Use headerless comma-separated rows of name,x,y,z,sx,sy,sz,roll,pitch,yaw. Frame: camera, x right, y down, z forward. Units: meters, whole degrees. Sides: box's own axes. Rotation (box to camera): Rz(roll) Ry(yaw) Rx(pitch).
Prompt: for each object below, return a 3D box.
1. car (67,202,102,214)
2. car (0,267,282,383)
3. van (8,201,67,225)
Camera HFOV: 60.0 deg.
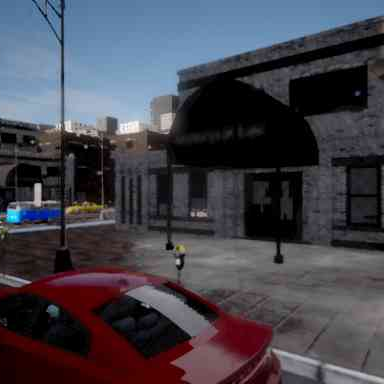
car,-12.988,1.887,40.130,1.752,1.417,4.829,0,0,35
car,-1.291,1.574,3.789,4.507,1.381,1.887,-1,0,35
van,-12.385,1.651,26.402,1.690,1.788,3.998,0,0,35
